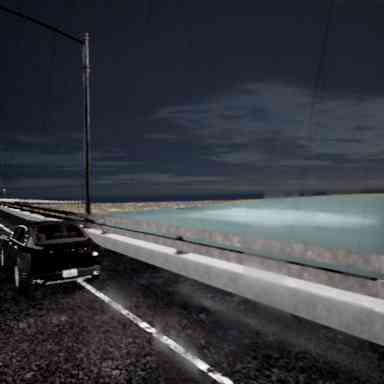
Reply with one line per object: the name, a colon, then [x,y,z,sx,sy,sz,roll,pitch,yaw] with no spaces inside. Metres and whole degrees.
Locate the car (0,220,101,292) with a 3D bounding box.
car: [-4.074,1.556,9.290,1.837,1.490,4.892,-1,0,-35]
